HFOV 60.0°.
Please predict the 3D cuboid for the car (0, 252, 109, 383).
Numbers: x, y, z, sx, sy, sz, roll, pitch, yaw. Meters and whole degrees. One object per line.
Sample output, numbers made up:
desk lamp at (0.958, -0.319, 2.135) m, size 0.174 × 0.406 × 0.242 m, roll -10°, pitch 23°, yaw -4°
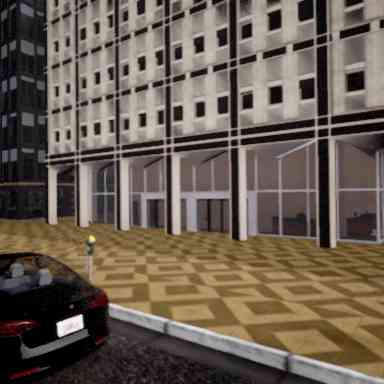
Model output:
car at (-3.111, 1.614, 5.098) m, size 4.313 × 1.339 × 1.947 m, roll -1°, pitch -1°, yaw 35°
